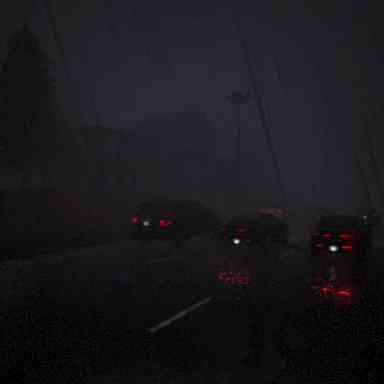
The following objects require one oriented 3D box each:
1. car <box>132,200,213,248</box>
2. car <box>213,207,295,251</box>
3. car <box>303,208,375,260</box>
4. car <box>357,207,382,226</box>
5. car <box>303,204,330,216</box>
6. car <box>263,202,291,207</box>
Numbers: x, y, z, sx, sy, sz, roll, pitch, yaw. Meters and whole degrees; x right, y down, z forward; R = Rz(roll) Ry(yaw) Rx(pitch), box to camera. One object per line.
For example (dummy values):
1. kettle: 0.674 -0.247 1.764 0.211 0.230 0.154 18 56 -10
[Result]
1. car: -0.499 1.400 16.040 2.150 2.045 5.566 0 0 31
2. car: 2.998 1.667 15.043 1.837 1.490 4.892 0 0 31
3. car: 6.004 1.643 13.249 1.837 1.490 4.892 0 0 31
4. car: 13.682 1.827 26.086 1.994 1.385 4.181 0 -1 32
5. car: 10.700 1.780 27.917 2.128 1.511 4.902 0 -1 31
6. car: 7.657 1.661 29.647 2.097 1.767 4.553 0 -1 31
